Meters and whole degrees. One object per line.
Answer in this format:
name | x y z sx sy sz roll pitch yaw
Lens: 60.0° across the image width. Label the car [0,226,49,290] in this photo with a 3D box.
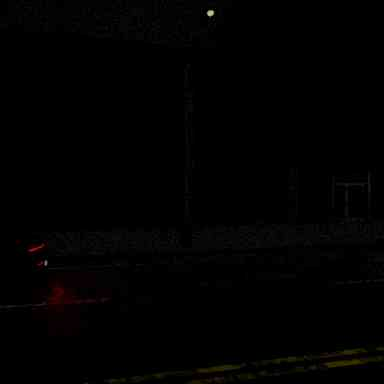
car | -5.988 1.506 7.725 4.892 1.490 1.837 0 0 -13
